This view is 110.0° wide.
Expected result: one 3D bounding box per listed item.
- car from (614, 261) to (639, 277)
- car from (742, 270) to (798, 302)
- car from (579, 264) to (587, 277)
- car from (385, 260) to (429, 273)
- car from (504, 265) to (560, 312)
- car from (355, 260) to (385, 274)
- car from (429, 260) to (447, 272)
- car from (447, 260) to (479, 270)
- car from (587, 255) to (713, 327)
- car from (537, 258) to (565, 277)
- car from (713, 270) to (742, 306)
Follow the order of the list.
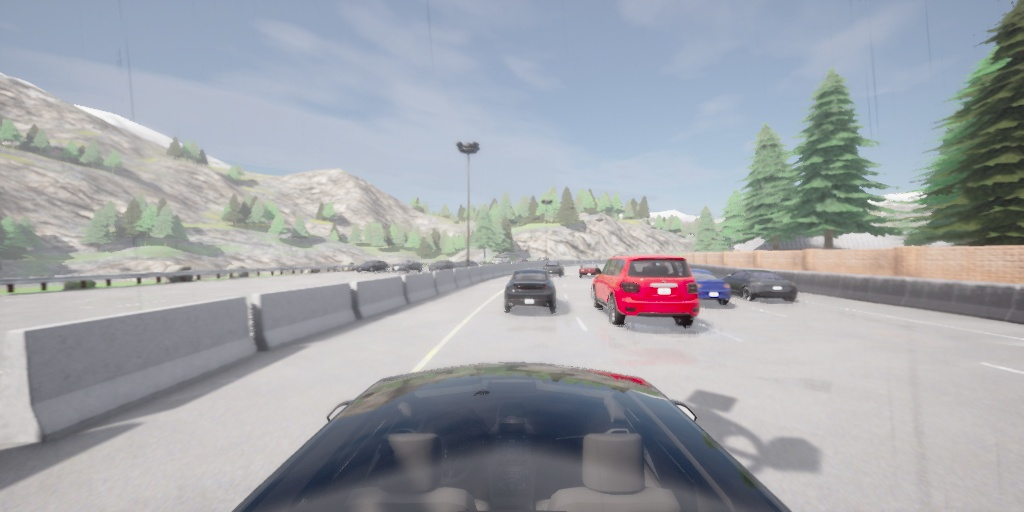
[{"bbox_3d":[11.640,1.281,36.836,2.128,1.511,4.902,0,0,14],"label":"car"},{"bbox_3d":[11.642,1.348,17.415,1.994,1.385,4.181,0,0,6],"label":"car"},{"bbox_3d":[7.551,1.379,34.898,1.895,1.301,4.718,0,0,13],"label":"car"},{"bbox_3d":[-12.354,1.220,42.557,2.128,1.511,4.902,0,0,15],"label":"car"},{"bbox_3d":[0.771,1.260,14.270,1.837,1.490,4.892,0,0,5],"label":"car"},{"bbox_3d":[-16.163,1.224,41.722,1.837,1.490,4.892,0,0,14],"label":"car"},{"bbox_3d":[-8.463,1.244,43.631,1.837,1.490,4.892,0,0,15],"label":"car"},{"bbox_3d":[-5.348,1.253,41.740,1.837,1.490,4.892,0,0,15],"label":"car"},{"bbox_3d":[4.049,0.985,11.757,2.150,2.045,5.566,0,0,4],"label":"car"},{"bbox_3d":[4.196,1.261,35.763,2.128,1.511,4.902,0,0,13],"label":"car"},{"bbox_3d":[7.953,1.300,16.003,1.812,1.442,4.674,0,0,6],"label":"car"}]
